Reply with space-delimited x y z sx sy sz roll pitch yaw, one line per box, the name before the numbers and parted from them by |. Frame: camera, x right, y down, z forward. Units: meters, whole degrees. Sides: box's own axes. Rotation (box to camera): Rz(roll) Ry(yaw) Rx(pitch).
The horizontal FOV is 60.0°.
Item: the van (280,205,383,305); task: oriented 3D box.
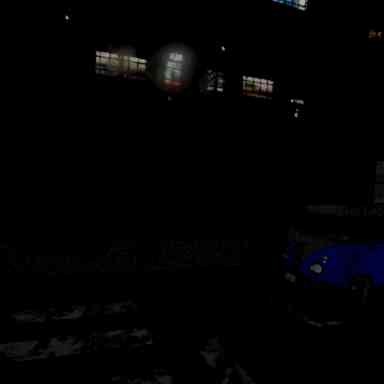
van | 3.908 1.191 7.122 3.998 1.788 1.690 2 3 -20
